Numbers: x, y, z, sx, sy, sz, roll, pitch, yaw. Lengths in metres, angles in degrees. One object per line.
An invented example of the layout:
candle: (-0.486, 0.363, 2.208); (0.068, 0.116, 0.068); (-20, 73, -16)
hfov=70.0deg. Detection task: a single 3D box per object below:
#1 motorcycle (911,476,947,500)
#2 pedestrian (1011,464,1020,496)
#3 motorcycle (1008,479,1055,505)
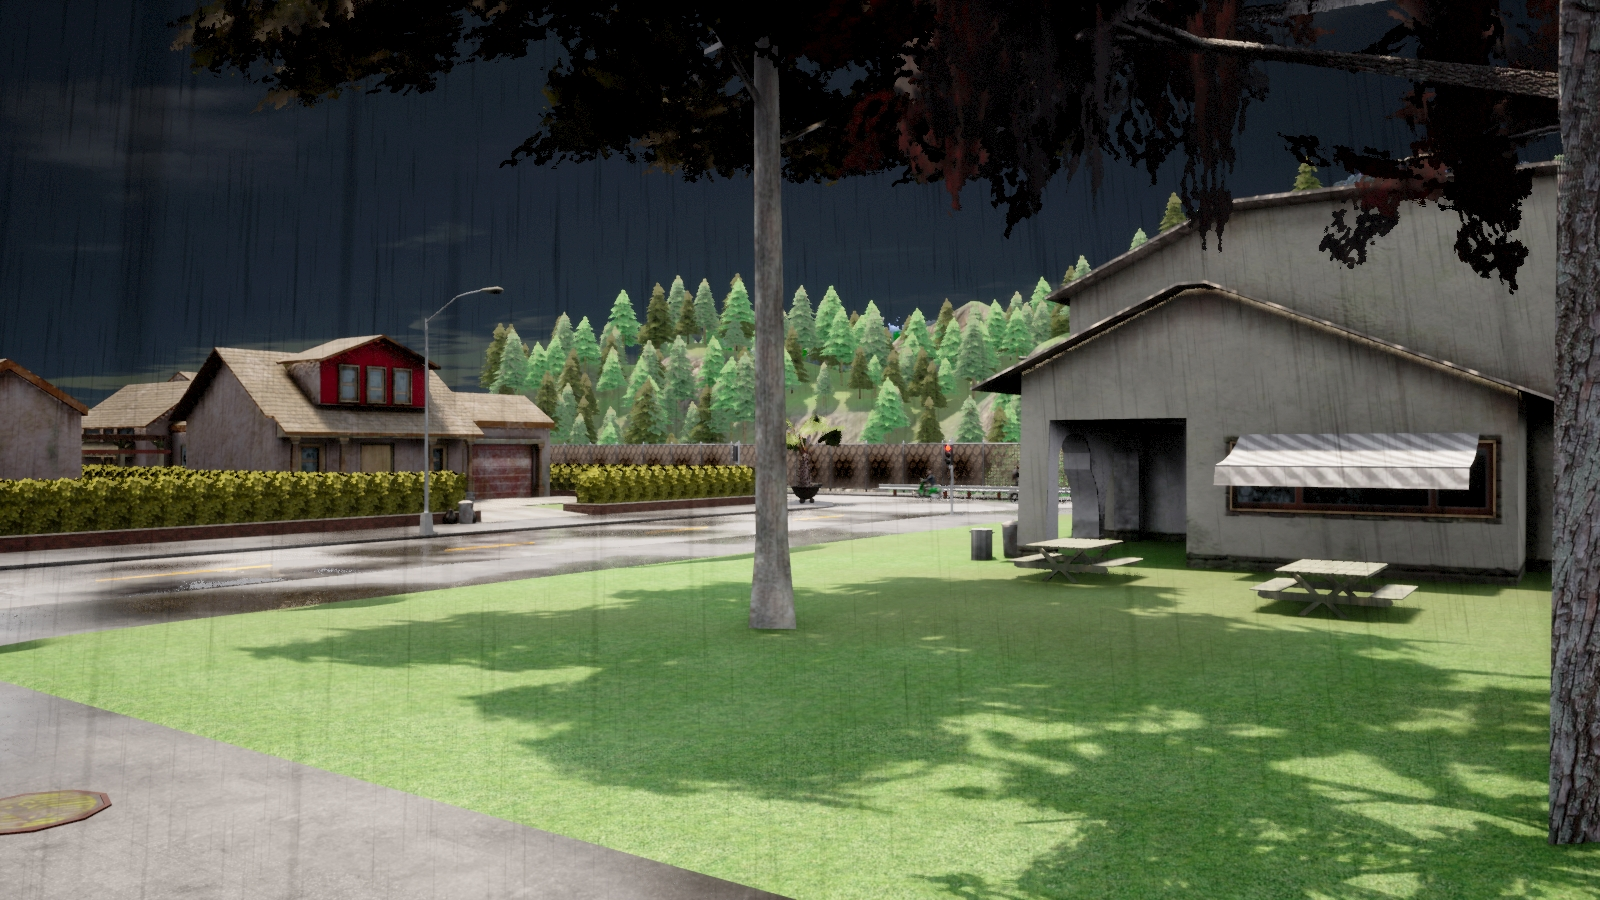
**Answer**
motorcycle: (7.297, 2.142, 64.541); (1.805, 1.316, 0.856); (0, 0, 35)
pedestrian: (12.604, 1.745, 66.868); (0.375, 1.860, 0.375); (0, 0, 36)
motorcycle: (11.949, 2.155, 58.979); (2.356, 1.307, 0.764); (0, 2, 8)
